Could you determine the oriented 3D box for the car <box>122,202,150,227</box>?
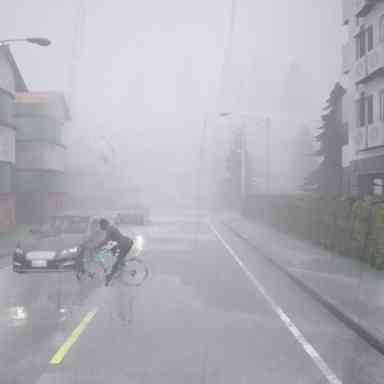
[{"bbox_3d":[-4.045,1.505,23.108,1.837,1.490,4.892,0,0,-1],"label":"car"}]

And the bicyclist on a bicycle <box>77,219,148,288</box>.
[{"bbox_3d":[-1.879,1.453,7.784,1.656,1.620,0.582,-2,0,-1],"label":"bicyclist on a bicycle"}]

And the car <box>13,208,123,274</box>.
[{"bbox_3d":[-3.807,1.491,10.621,2.128,1.511,4.902,0,0,-1],"label":"car"}]
